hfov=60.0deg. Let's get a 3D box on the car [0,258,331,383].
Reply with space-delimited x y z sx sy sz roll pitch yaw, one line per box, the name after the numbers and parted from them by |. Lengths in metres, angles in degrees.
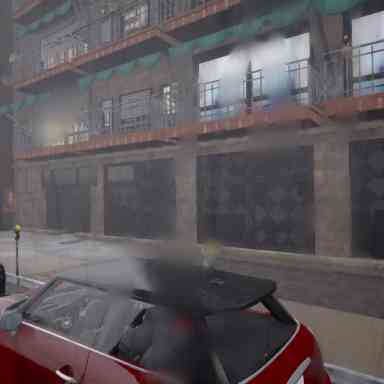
-0.831 1.441 3.482 4.097 1.590 1.967 0 -1 36 | car
